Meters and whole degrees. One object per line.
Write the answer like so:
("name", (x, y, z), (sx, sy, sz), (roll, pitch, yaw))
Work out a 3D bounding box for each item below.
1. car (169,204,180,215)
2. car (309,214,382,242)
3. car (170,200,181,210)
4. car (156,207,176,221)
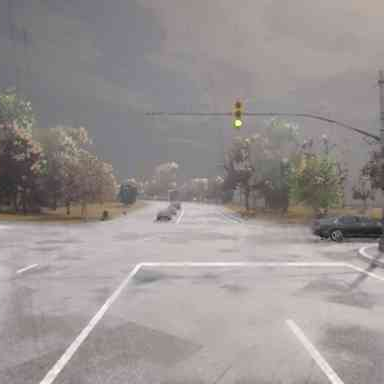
("car", (-3.628, 3.273, 57.798), (1.837, 1.490, 4.892), (0, 0, 0))
("car", (9.126, 2.002, 18.652), (4.892, 1.490, 1.837), (0, -2, 0))
("car", (-3.564, 2.945, 73.437), (2.150, 2.045, 5.566), (0, 0, 0))
("car", (-3.637, 3.073, 44.330), (2.033, 1.411, 5.357), (0, -2, 0))
